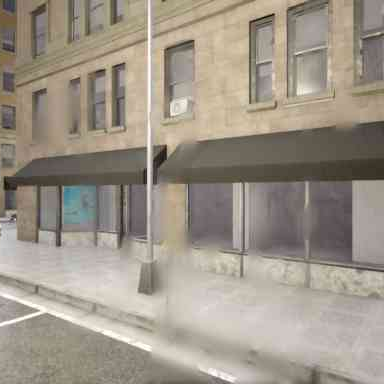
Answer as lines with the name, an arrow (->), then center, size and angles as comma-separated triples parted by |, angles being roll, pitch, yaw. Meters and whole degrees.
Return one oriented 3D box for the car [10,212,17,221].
car -> -11.204, 1.636, 26.125 | 2.033, 1.411, 5.357 | 0, 0, 36
